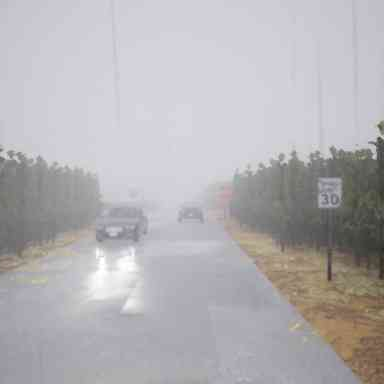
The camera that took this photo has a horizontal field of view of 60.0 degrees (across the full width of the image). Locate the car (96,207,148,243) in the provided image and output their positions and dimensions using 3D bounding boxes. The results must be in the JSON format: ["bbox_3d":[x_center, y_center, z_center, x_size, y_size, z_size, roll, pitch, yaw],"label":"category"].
[{"bbox_3d":[-3.295,1.495,16.353,2.128,1.511,4.902,0,0,0],"label":"car"}]

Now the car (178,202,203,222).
[{"bbox_3d":[-0.093,1.497,26.131,1.812,1.442,4.674,0,0,0],"label":"car"}]
